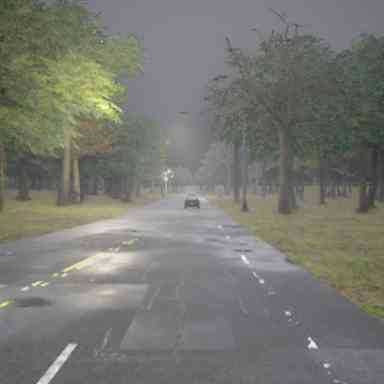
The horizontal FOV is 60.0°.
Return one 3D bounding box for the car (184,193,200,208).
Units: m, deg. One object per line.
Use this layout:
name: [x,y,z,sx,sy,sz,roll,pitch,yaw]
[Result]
car: [0.003,1.324,44.621,1.882,1.535,5.008,0,0,0]
